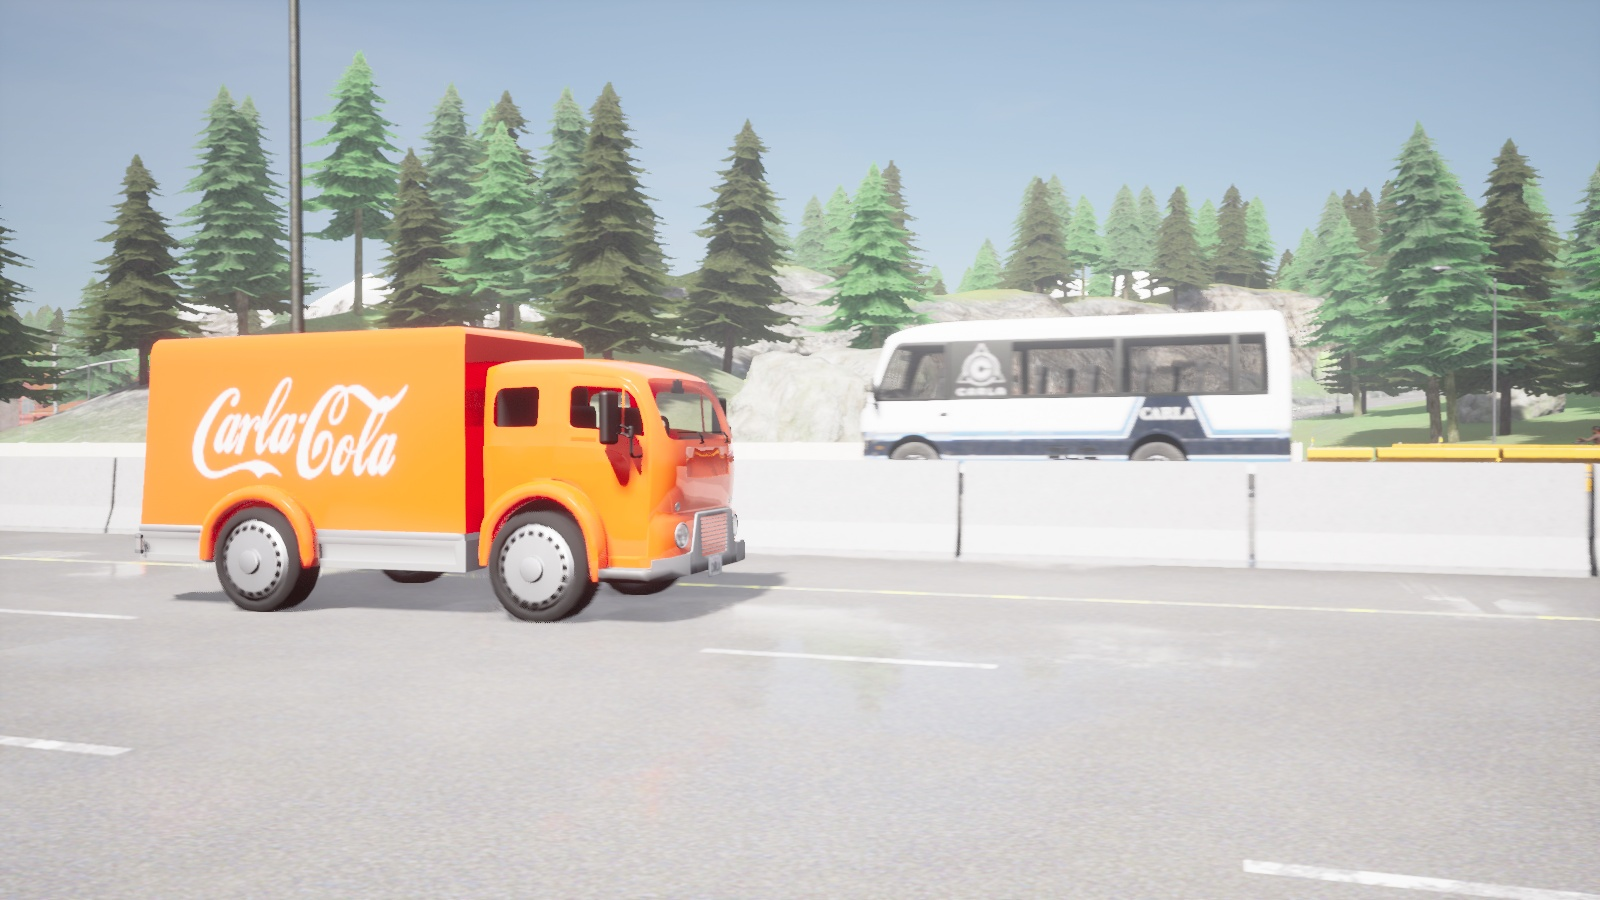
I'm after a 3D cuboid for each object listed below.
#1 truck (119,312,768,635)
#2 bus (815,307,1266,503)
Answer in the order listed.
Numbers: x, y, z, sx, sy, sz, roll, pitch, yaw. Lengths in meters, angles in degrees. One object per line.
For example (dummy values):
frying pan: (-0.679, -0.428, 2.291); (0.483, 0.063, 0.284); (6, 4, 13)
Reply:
truck: (-3.196, 0.141, 11.646); (5.204, 2.467, 2.627); (1, 1, 19)
bus: (5.855, -1.021, 30.742); (10.273, 4.253, 3.944); (0, 1, 19)
